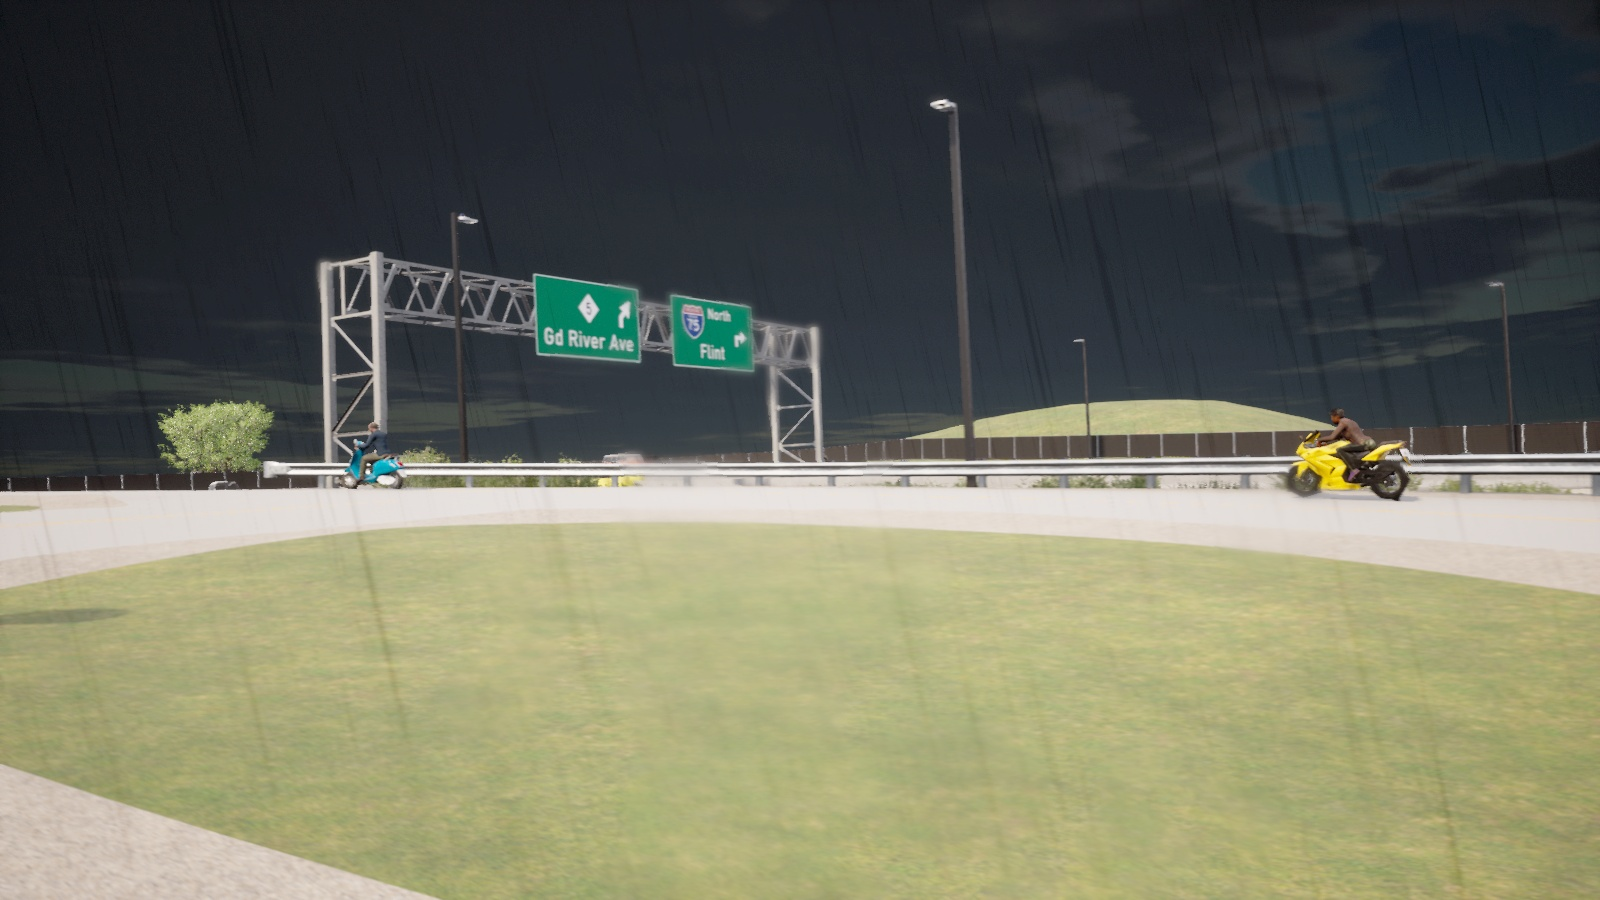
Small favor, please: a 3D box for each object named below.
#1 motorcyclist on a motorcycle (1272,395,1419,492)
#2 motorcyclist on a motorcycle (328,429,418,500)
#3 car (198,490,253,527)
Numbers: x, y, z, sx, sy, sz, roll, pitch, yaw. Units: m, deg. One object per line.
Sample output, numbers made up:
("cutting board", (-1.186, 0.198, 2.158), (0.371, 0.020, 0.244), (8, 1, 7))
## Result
("motorcyclist on a motorcycle", (9.002, -0.094, 20.789), (0.797, 1.523, 2.044), (-4, 2, -43))
("motorcyclist on a motorcycle", (-10.040, 0.336, 29.537), (1.817, 1.590, 0.866), (-2, 2, 22))
("car", (-23.582, 2.399, 51.531), (1.481, 1.376, 2.207), (-2, -1, -40))
